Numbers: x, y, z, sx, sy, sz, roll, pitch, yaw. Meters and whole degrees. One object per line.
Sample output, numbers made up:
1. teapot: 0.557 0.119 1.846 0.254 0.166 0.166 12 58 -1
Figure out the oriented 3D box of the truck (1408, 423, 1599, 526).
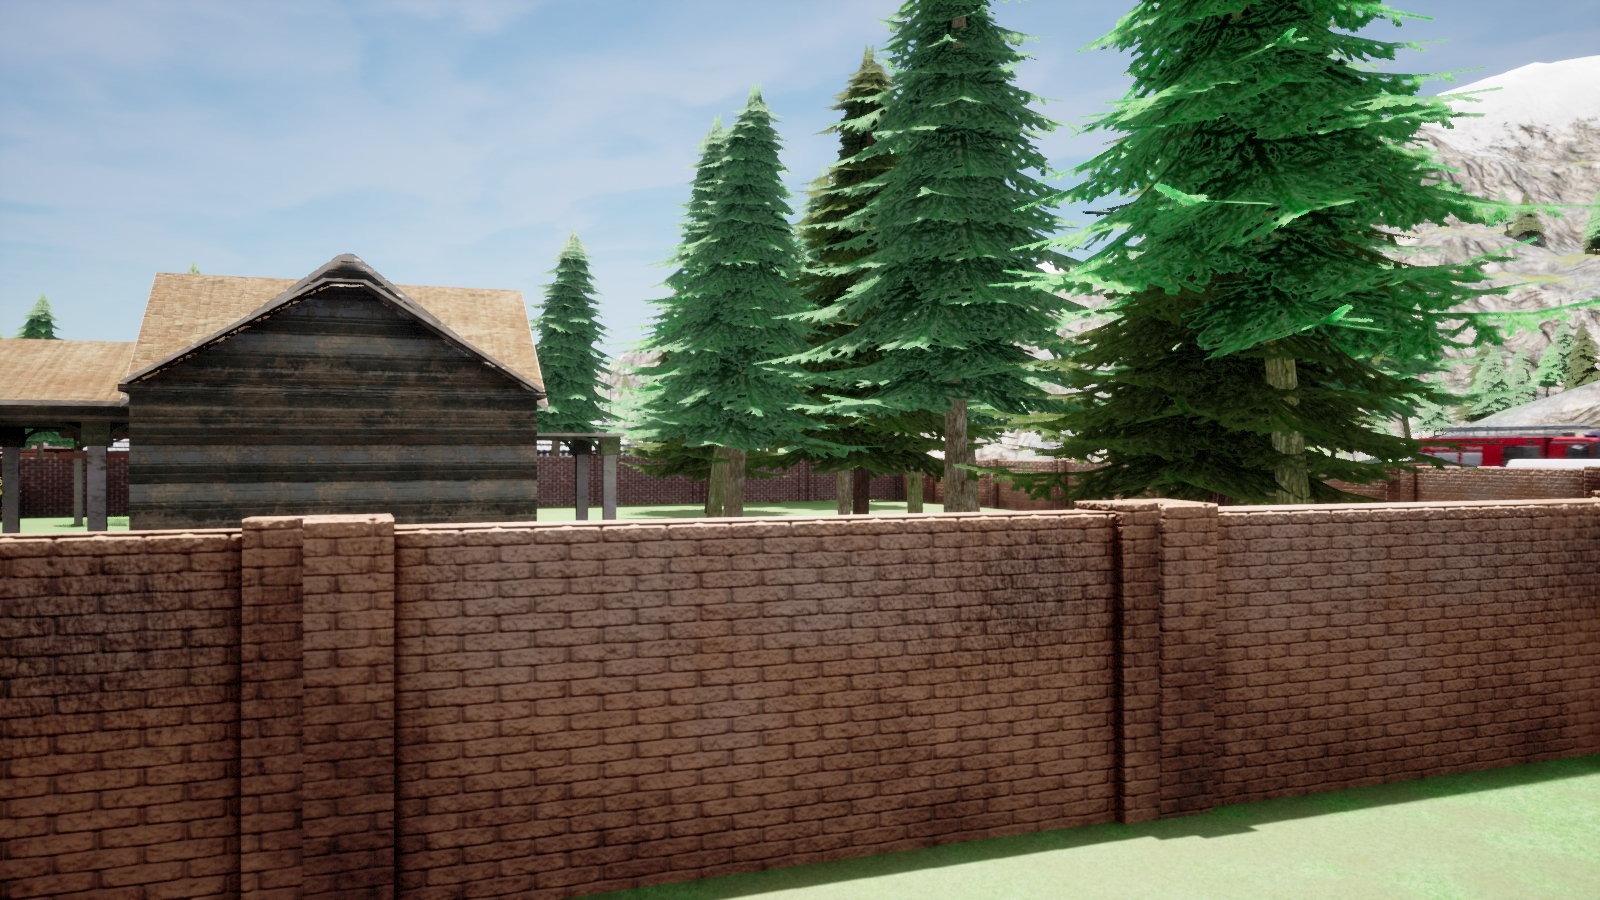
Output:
1. truck: 29.554 0.916 46.694 2.891 3.827 8.468 0 0 -21
